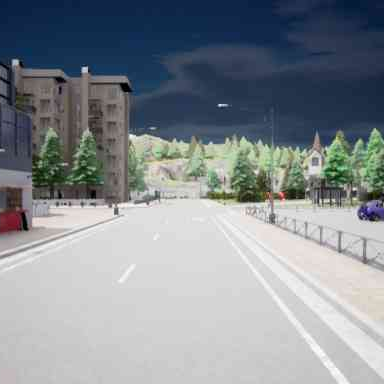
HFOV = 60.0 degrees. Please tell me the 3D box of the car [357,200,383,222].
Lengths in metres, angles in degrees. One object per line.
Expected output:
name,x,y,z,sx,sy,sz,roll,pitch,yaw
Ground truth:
car,13.886,1.357,23.676,3.633,1.501,1.845,0,0,0
